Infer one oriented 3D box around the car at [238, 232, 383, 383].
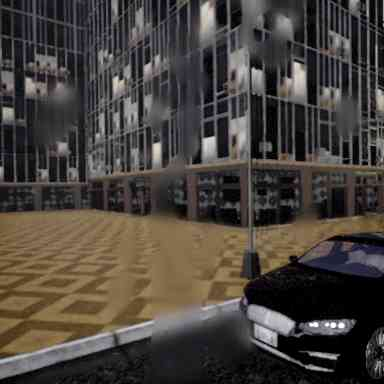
[{"bbox_3d":[2.912,1.482,5.476,4.902,1.511,2.128,0,0,-35],"label":"car"}]
